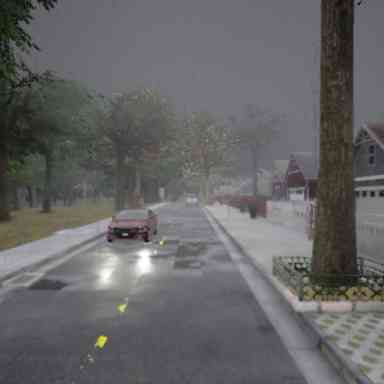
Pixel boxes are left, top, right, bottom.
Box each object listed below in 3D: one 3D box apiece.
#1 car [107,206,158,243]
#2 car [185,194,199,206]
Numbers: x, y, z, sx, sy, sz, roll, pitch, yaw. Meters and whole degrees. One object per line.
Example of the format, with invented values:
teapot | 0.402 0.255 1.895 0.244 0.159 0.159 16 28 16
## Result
car | -2.790 1.516 16.451 1.882 1.535 5.008 0 0 0
car | 0.002 1.436 60.869 2.150 2.045 5.566 0 0 0
